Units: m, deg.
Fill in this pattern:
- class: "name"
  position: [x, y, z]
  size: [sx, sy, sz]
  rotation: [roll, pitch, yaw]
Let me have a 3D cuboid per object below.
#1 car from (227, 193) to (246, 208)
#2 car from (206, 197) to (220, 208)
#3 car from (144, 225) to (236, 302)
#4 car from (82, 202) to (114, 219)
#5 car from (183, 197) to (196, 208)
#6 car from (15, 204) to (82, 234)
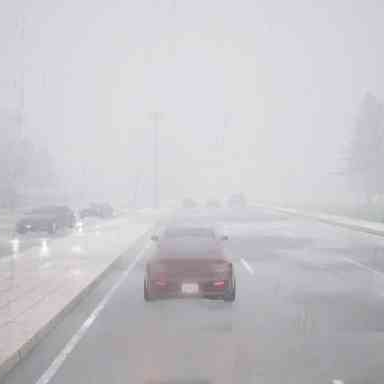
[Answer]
- class: "car"
  position: [6.558, 1.221, 49.221]
  size: [2.150, 2.045, 5.566]
  rotation: [0, 0, -1]
- class: "car"
  position: [3.058, 1.526, 49.235]
  size: [1.812, 1.442, 4.674]
  rotation: [0, 0, -1]
- class: "car"
  position: [-0.057, 1.526, 8.148]
  size: [1.812, 1.442, 4.674]
  rotation: [0, 0, -1]
- class: "car"
  position: [-8.284, 1.601, 29.124]
  size: [1.895, 1.301, 4.718]
  rotation: [0, 0, 0]
- class: "car"
  position: [-0.442, 1.505, 49.194]
  size: [1.837, 1.490, 4.892]
  rotation: [0, 0, -1]
- class: "car"
  position: [-8.246, 1.505, 19.180]
  size: [1.837, 1.490, 4.892]
  rotation: [0, 0, 0]
